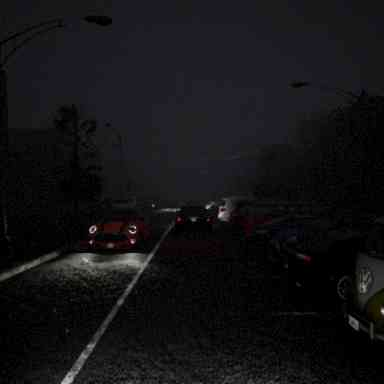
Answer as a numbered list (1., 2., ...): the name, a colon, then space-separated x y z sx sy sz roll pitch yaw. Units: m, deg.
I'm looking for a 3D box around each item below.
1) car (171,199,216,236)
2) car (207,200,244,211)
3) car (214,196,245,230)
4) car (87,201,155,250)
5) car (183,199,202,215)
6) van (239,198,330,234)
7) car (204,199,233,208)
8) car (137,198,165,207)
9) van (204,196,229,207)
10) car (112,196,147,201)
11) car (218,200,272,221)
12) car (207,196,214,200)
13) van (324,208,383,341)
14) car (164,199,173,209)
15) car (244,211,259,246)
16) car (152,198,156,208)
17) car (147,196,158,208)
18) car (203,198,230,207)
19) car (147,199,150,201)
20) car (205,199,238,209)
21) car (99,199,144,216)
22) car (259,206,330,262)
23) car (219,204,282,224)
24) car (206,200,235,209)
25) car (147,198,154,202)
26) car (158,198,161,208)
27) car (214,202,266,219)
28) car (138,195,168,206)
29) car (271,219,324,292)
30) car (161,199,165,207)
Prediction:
1. car: 0.090 1.523 19.776 2.097 1.767 4.553 0 -1 0
2. car: 4.616 1.884 46.675 5.008 1.535 2.097 0 0 0
3. car: 4.663 1.440 24.330 5.566 2.045 2.435 0 0 0
4. car: -3.109 1.482 14.945 2.097 1.767 4.553 0 0 0
5. car: 0.077 1.687 38.692 2.097 1.767 4.553 0 0 0
6. van: 4.757 1.393 15.947 4.442 1.987 1.878 0 0 0
7. car: 4.621 1.981 57.846 4.892 1.521 2.231 0 0 0
8. car: -7.723 1.998 63.027 5.008 1.535 2.097 0 0 0
9. van: 4.497 1.773 60.641 4.442 1.987 1.878 0 0 0
10. car: -7.729 1.522 33.752 5.566 2.045 2.435 0 0 0
11. car: 4.664 1.613 29.914 4.553 1.767 2.185 0 0 0
12. car: 4.595 1.608 43.883 5.566 2.045 2.435 0 0 0
13. van: 4.531 1.296 4.773 4.442 1.987 1.878 0 0 0
14. car: -3.097 2.082 55.607 1.895 1.301 4.718 0 -1 0
15. car: 4.640 1.634 13.152 4.674 1.452 2.002 0 -1 0
16. car: -7.736 1.904 45.502 4.792 1.488 2.163 0 -1 0
17. car: -7.740 1.774 48.441 4.553 1.767 2.185 0 -1 0
18. car: 4.605 1.997 63.449 4.892 1.521 2.231 0 1 0
19. car: -7.701 1.863 39.500 4.674 1.452 2.002 0 -1 0
20. car: 4.612 1.934 52.386 4.892 1.521 2.231 0 0 0
21. car: -7.671 1.672 36.563 4.553 1.767 2.185 0 -1 0
22. car: 4.674 1.445 10.361 4.553 1.767 2.185 0 0 0
23. car: 4.663 1.745 27.119 4.792 1.488 2.163 0 0 0
24. car: 4.619 1.996 55.056 4.674 1.452 2.002 0 -1 0
25. car: -7.703 1.889 42.563 4.674 1.452 2.002 0 0 0
26. car: -7.717 1.925 51.253 4.892 1.521 2.231 0 0 0
27. car: 4.600 1.793 32.708 4.792 1.488 2.163 0 0 0
28. car: -7.691 1.725 65.971 5.566 2.045 2.435 0 0 0
29. car: 4.640 1.547 7.690 5.008 1.535 2.097 0 0 0
30. car: -7.529 1.973 57.255 5.366 1.575 1.946 0 0 0
